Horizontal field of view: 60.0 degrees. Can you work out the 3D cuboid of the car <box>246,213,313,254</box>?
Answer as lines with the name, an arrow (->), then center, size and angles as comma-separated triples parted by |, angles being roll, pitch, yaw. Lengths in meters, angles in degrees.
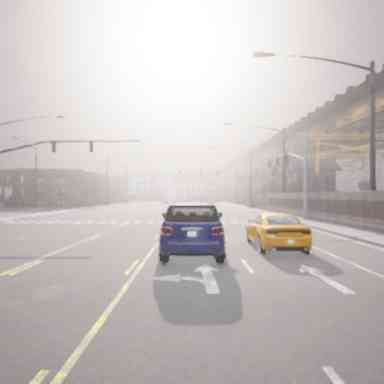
car -> 3.528, 1.625, 14.252 | 1.882, 1.535, 5.008 | 0, 0, 0

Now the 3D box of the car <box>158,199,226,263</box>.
car -> 0.011, 1.356, 12.578 | 2.150, 2.045, 5.566 | 0, 0, 0

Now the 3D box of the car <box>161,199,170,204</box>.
car -> -6.986, 2.441, 87.475 | 2.033, 1.411, 5.357 | 0, -1, 0

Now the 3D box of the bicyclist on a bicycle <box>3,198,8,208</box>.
bicyclist on a bicycle -> -31.165, 1.873, 55.564 | 0.582, 1.620, 1.656 | 0, 0, 0
